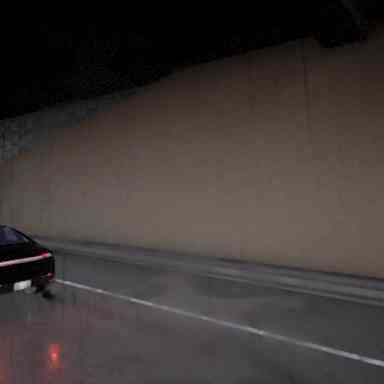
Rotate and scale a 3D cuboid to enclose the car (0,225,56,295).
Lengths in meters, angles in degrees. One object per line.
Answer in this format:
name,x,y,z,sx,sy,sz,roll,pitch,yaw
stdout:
car,-5.041,1.466,7.402,4.902,1.511,2.128,0,0,35
